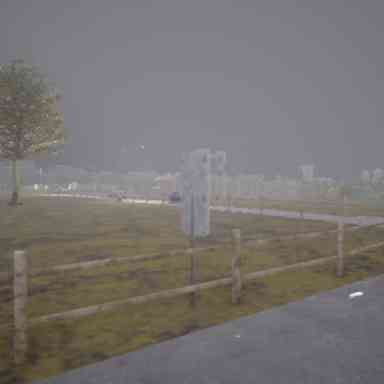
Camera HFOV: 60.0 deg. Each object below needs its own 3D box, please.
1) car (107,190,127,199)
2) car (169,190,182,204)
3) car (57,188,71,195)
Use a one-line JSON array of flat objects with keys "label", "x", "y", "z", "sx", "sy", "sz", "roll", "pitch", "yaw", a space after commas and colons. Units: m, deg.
[{"label": "car", "x": -12.328, "y": 0.462, "z": 54.445, "sx": 1.837, "sy": 1.490, "sz": 4.892, "roll": 0, "pitch": 1, "yaw": -36}, {"label": "car", "x": -0.714, "y": 0.608, "z": 38.075, "sx": 2.097, "sy": 1.767, "sz": 4.553, "roll": 0, "pitch": 1, "yaw": -36}, {"label": "car", "x": -33.769, "y": -0.185, "z": 88.851, "sx": 2.097, "sy": 1.767, "sz": 4.553, "roll": 0, "pitch": 0, "yaw": -33}]
